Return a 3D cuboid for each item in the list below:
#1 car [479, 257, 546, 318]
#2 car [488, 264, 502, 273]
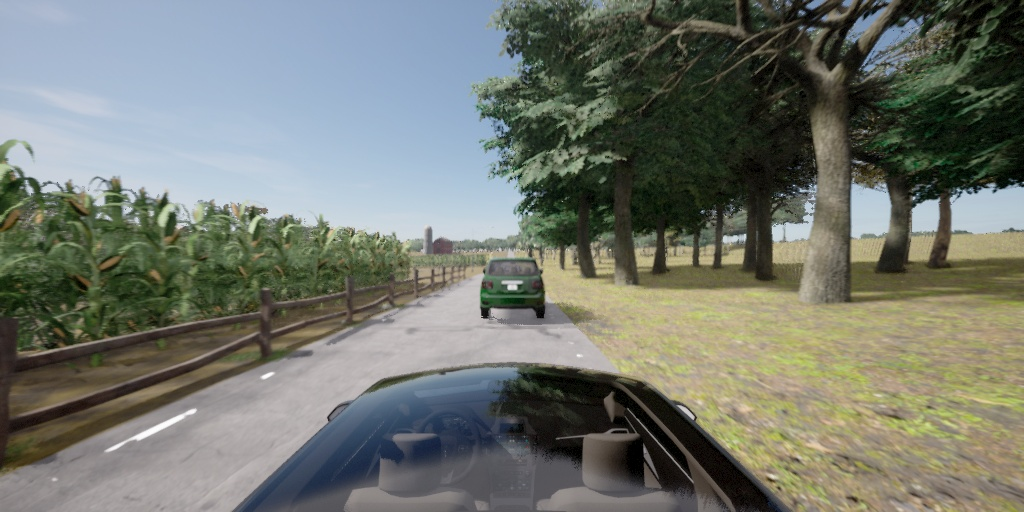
[{"bbox_3d":[0.038,1.057,13.527,2.150,2.045,5.566,0,0,1],"label":"car"},{"bbox_3d":[-2.791,2.036,59.864,2.033,1.411,5.357,0,-1,1],"label":"car"}]
